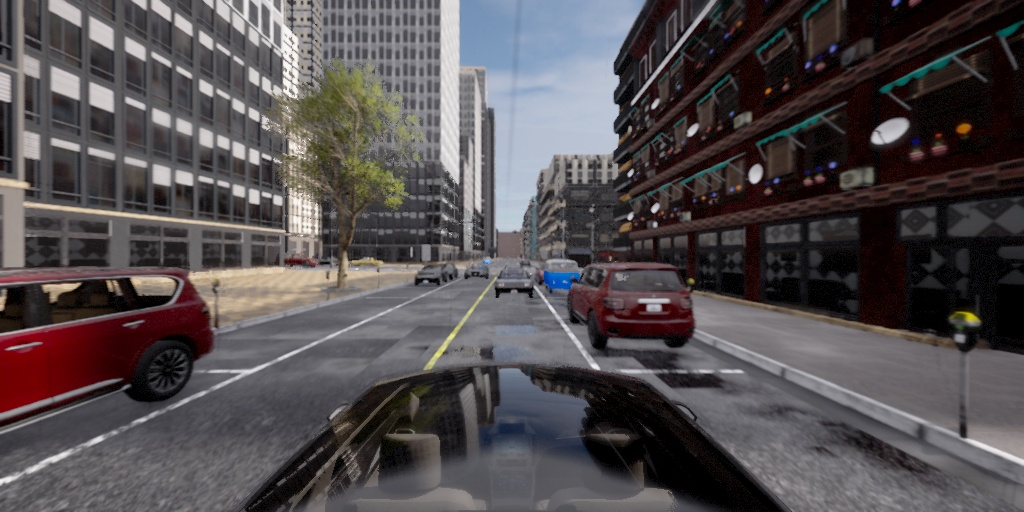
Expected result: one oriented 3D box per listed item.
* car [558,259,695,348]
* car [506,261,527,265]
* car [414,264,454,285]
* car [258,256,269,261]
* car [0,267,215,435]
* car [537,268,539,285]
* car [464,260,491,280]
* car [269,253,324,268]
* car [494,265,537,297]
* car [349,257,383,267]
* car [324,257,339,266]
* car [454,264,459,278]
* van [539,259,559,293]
[{"bbox_3d":[2.692,1.066,9.174,2.192,1.841,5.009,0,0,0],"label":"car"},{"bbox_3d":[0.107,1.360,32.899,1.895,1.301,4.718,0,0,0],"label":"car"},{"bbox_3d":[-5.684,1.322,25.828,1.948,1.339,4.313,0,0,0],"label":"car"},{"bbox_3d":[-32.994,0.751,45.587,4.313,1.339,1.948,0,0,-1],"label":"car"},{"bbox_3d":[-5.690,1.065,3.624,2.192,1.841,5.009,0,0,0],"label":"car"},{"bbox_3d":[2.696,1.196,25.826,1.967,1.591,4.097,0,0,0],"label":"car"},{"bbox_3d":[-3.006,1.323,31.536,1.994,1.385,4.181,0,0,0],"label":"car"},{"bbox_3d":[-27.375,0.605,45.648,5.009,1.841,2.192,0,0,-1],"label":"car"},{"bbox_3d":[0.104,1.355,18.743,1.895,1.301,4.718,0,0,0],"label":"car"},{"bbox_3d":[-22.032,0.898,54.177,4.829,1.417,1.751,0,0,-1],"label":"car"},{"bbox_3d":[-27.476,0.833,54.029,4.313,1.339,1.948,0,0,-1],"label":"car"},{"bbox_3d":[-5.683,1.324,31.074,1.948,1.339,4.313,0,0,0],"label":"car"},{"bbox_3d":[2.695,1.095,20.276,1.690,1.789,3.998,0,0,0],"label":"van"}]
